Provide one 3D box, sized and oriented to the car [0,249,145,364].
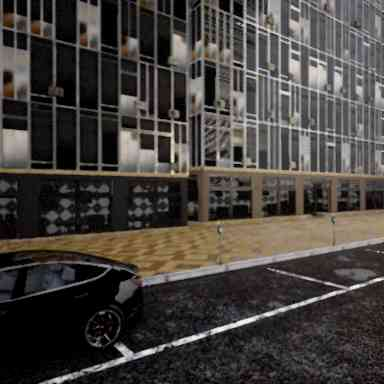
[{"bbox_3d":[-2.743,1.566,4.605,4.313,1.339,1.947,0,0,-36],"label":"car"}]
